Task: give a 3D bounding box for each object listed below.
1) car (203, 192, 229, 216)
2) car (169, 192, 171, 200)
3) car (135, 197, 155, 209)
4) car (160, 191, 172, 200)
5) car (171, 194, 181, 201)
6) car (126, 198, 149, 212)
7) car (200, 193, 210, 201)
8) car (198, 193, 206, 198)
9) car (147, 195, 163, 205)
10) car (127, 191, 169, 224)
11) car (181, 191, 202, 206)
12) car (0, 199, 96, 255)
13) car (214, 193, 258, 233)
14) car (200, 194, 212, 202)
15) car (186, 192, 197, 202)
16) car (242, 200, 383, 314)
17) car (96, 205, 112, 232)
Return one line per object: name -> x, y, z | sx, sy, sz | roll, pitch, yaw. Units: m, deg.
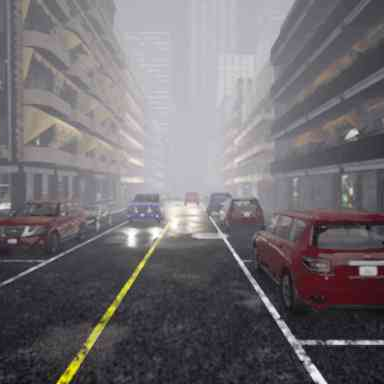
car -> 2.382, 1.019, 29.502 | 2.150, 2.045, 5.566 | 0, 0, 0
car -> -5.725, 1.121, 63.479 | 2.008, 1.369, 4.403 | -1, 0, 0
car -> -5.716, 1.303, 41.072 | 1.802, 1.307, 4.206 | -1, 0, 0
car -> -5.732, 0.811, 74.682 | 2.192, 1.841, 5.009 | -1, 0, 0
car -> -3.036, 1.149, 64.877 | 1.994, 1.385, 4.181 | 0, 0, 0
car -> -5.713, 1.341, 35.470 | 1.802, 1.307, 4.206 | -1, 0, 0
car -> 2.652, 0.973, 69.055 | 1.967, 1.590, 4.097 | -1, 0, 0
car -> 2.645, 0.951, 91.463 | 1.947, 1.339, 4.313 | -1, 0, 0
car -> -5.720, 1.196, 52.276 | 2.008, 1.369, 4.403 | -1, 0, 0
car -> -3.110, 1.059, 23.580 | 2.150, 2.045, 5.566 | 0, 1, 0
car -> -0.013, 0.897, 48.122 | 2.150, 2.045, 5.566 | 0, 1, 0
car -> -5.698, 1.225, 13.060 | 2.192, 1.841, 5.009 | -1, 0, 0
car -> 2.670, 1.188, 18.637 | 2.192, 1.841, 5.009 | -1, 0, 0
car -> 2.656, 1.137, 63.454 | 1.947, 1.339, 4.313 | -1, 0, 0
car -> -0.025, 0.920, 64.415 | 2.097, 1.767, 4.553 | 0, 0, 0
car -> 2.674, 1.264, 7.433 | 2.192, 1.841, 5.009 | -1, 0, 0
car -> -5.714, 1.423, 18.664 | 2.008, 1.369, 4.403 | -1, 0, 0
